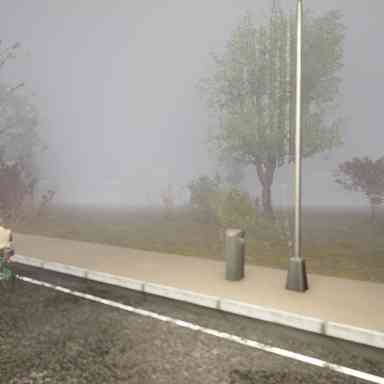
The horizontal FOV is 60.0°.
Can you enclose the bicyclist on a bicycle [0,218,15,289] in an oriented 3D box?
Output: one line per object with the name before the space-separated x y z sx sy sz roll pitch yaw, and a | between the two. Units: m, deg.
bicyclist on a bicycle | -4.587 1.418 7.870 1.509 1.612 0.866 0 0 35
